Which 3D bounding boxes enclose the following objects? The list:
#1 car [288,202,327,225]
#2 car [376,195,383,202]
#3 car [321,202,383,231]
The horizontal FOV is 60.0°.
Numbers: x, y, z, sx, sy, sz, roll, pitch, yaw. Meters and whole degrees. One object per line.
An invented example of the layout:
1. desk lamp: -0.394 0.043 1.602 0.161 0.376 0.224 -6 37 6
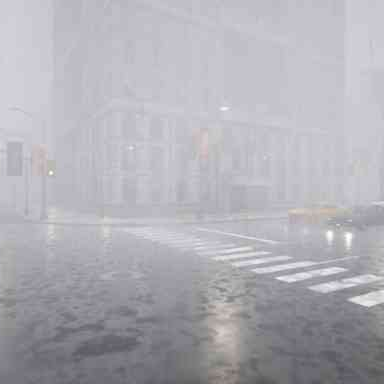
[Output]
1. car: 9.059 1.477 23.930 5.008 1.535 1.882 0 0 -31
2. car: 17.766 1.221 29.200 5.566 2.045 2.150 0 0 -31
3. car: 10.864 1.547 20.935 5.357 1.411 2.033 0 0 -31
